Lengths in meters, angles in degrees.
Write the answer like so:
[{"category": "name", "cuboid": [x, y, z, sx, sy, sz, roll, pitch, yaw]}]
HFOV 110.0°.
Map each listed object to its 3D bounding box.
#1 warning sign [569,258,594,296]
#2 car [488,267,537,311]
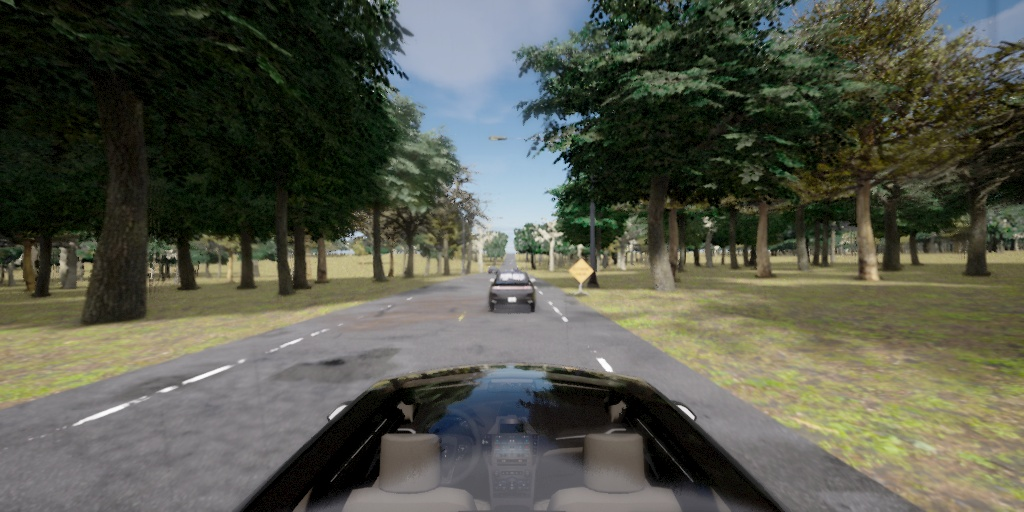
[{"category": "warning sign", "cuboid": [3.561, 1.057, 18.591, 1.300, 1.860, 1.060, 0, 0, 0]}, {"category": "car", "cuboid": [0.028, 1.394, 15.376, 2.128, 1.511, 4.902, 0, -1, 0]}]
